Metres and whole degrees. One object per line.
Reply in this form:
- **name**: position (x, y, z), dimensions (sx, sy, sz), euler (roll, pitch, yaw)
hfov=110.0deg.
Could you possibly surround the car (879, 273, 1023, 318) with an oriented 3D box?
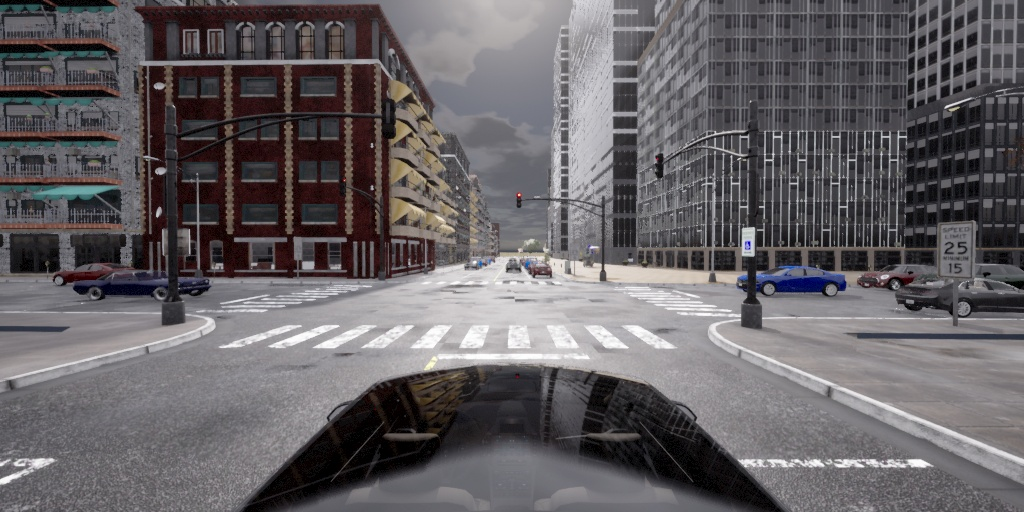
- **car**: position (16.742, 1.445, 13.091), dimensions (4.403, 1.370, 2.007), euler (0, 0, 1)

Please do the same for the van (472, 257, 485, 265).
- **van**: position (-5.562, 1.033, 56.001), dimensions (1.690, 1.789, 3.998), euler (0, 0, 0)

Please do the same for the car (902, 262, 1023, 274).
- **car**: position (24.147, 1.188, 18.876), dimensions (4.553, 1.767, 2.097), euler (0, 1, 1)

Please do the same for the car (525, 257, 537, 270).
- **car**: position (2.746, 1.157, 39.077), dimensions (1.967, 1.591, 4.097), euler (0, 0, 0)

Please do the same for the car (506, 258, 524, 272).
- **car**: position (0.209, 1.308, 46.178), dimensions (1.895, 1.301, 4.718), euler (0, 0, 0)

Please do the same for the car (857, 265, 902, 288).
- **car**: position (23.421, 1.229, 21.622), dimensions (4.097, 1.591, 1.967), euler (0, 0, 1)

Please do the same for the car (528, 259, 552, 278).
- **car**: position (2.732, 1.270, 33.431), dimensions (1.888, 1.381, 4.507), euler (0, 0, 0)

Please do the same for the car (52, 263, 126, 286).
- **car**: position (-25.808, 1.108, 22.389), dimensions (4.507, 1.381, 1.888), euler (0, 0, 1)

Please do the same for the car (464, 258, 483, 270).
- **car**: position (-5.575, 1.267, 50.355), dimensions (1.948, 1.339, 4.313), euler (0, 0, 0)

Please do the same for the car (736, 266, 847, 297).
- **car**: position (14.687, 1.269, 19.036), dimensions (5.008, 1.535, 1.882), euler (0, 1, 2)

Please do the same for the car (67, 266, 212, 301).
- **car**: position (-16.640, 1.298, 16.335), dimensions (4.718, 1.301, 1.895), euler (0, 1, 1)

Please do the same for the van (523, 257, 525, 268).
- **van**: position (2.773, 1.042, 50.369), dimensions (1.690, 1.789, 3.998), euler (0, 0, 0)
